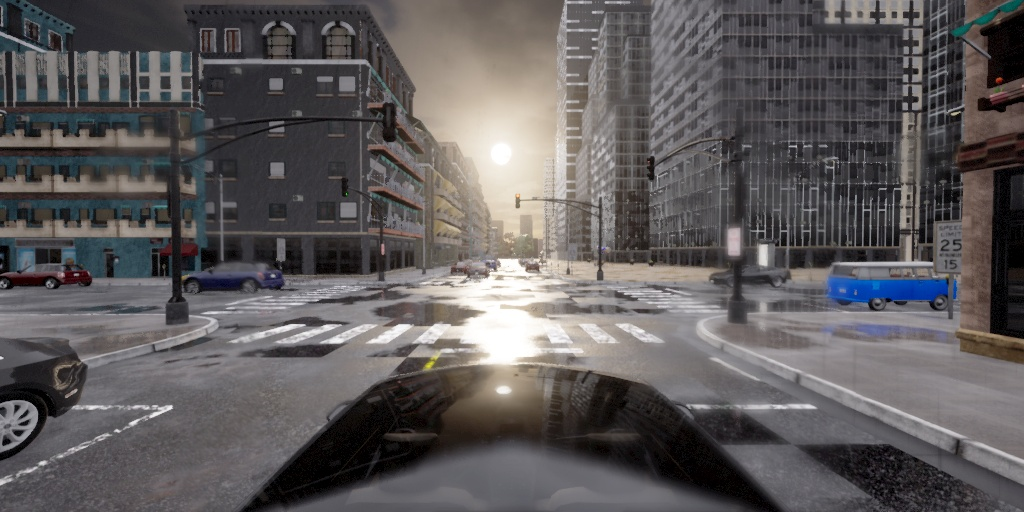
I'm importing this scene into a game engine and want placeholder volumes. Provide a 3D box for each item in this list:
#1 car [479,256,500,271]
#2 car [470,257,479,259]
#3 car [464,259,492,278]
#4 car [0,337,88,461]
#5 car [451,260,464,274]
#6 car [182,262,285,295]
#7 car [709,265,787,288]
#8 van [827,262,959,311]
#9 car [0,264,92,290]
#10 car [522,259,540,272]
[{"bbox_3d":[-3.181,0.965,48.852,2.150,2.045,5.566,0,0,0],"label":"car"},{"bbox_3d":[-5.773,1.182,45.934,1.967,1.591,4.097,0,0,0],"label":"car"},{"bbox_3d":[-3.159,1.269,34.260,1.812,1.442,4.674,0,0,0],"label":"car"},{"bbox_3d":[-5.692,1.300,2.219,2.007,1.370,4.403,0,0,0],"label":"car"},{"bbox_3d":[-5.762,1.287,40.285,1.888,1.381,4.507,0,0,0],"label":"car"},{"bbox_3d":[-15.073,1.106,19.498,4.553,1.767,2.097,0,1,2],"label":"car"},{"bbox_3d":[14.638,1.214,22.293,4.313,1.339,1.948,0,0,0],"label":"car"},{"bbox_3d":[14.667,1.116,13.913,3.998,1.789,1.690,0,0,0],"label":"van"},{"bbox_3d":[-28.818,1.189,22.141,4.097,1.591,1.967,0,0,0],"label":"car"},{"bbox_3d":[2.575,1.287,46.007,1.888,1.381,4.507,0,0,0],"label":"car"}]
